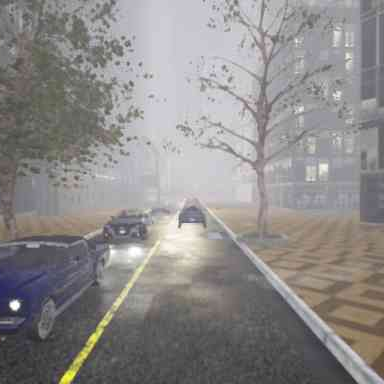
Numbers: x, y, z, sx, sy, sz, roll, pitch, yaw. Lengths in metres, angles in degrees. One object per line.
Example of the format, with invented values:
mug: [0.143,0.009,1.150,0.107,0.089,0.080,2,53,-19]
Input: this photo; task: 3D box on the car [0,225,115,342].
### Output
car: [-3.095,1.603,6.603,1.895,1.301,4.718,0,0,0]

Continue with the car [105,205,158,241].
car: [-3.068,1.572,16.698,1.994,1.385,4.181,0,0,1]

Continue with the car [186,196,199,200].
car: [0.063,1.383,40.168,2.097,1.767,4.553,0,0,0]

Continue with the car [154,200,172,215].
car: [-3.027,1.573,34.448,2.033,1.411,5.357,0,0,1]

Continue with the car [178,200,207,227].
car: [0.034,1.538,22.665,1.812,1.442,4.674,0,0,1]
